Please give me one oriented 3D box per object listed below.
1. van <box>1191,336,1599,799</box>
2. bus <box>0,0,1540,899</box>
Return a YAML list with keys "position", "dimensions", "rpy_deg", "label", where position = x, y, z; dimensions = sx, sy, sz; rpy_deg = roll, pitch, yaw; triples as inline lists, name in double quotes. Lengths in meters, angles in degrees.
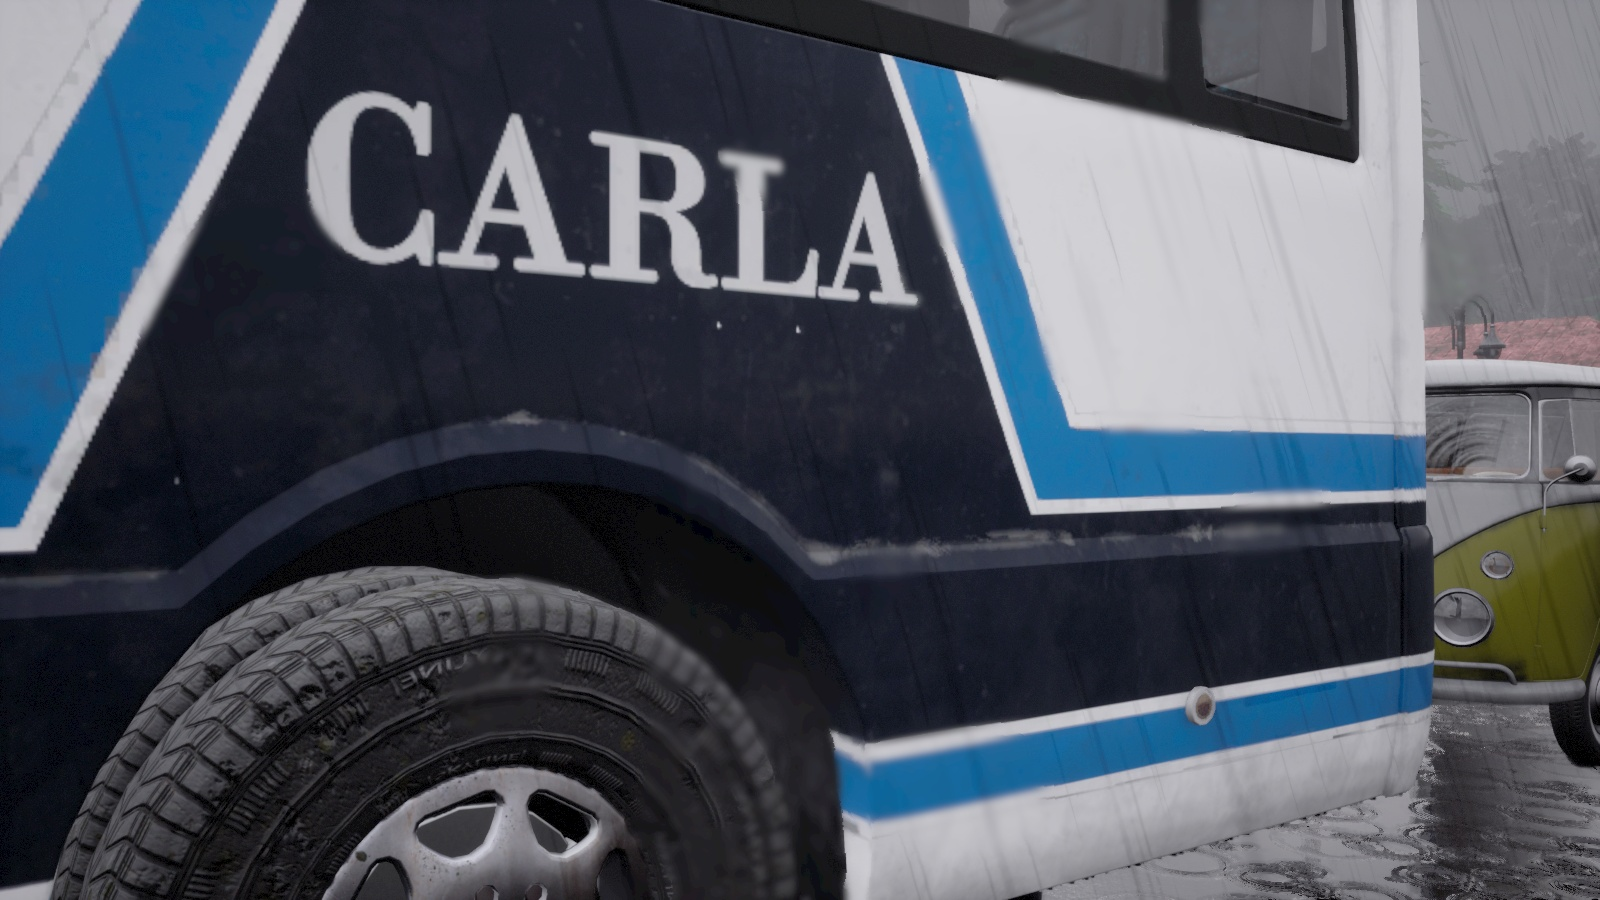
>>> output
- position: [4.460, 0.507, 7.382]
  dimensions: [4.442, 1.987, 1.775]
  rpy_deg: [0, 0, -35]
  label: "van"
- position: [-3.492, -0.620, 1.849]
  dimensions: [10.273, 4.253, 3.944]
  rpy_deg: [0, 0, -35]
  label: "bus"
